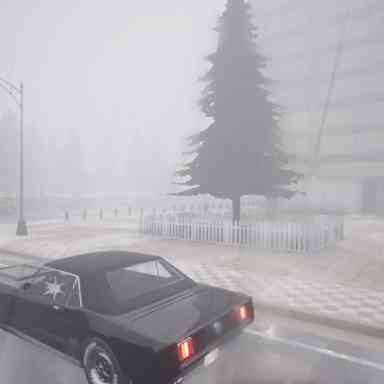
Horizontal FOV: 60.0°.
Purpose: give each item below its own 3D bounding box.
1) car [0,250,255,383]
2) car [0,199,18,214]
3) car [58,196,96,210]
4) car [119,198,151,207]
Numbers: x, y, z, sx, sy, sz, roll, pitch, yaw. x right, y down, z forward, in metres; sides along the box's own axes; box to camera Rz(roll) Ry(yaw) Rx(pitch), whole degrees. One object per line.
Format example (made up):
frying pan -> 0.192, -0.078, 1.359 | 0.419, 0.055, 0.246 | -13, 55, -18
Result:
car -> -1.571, 1.601, 5.130 | 4.718, 1.301, 1.895 | 0, 0, 36
car -> -20.448, 1.478, 33.912 | 1.882, 1.535, 5.008 | 0, 0, 36
car -> -14.550, 1.352, 42.086 | 2.097, 1.767, 4.553 | 0, 0, 36
car -> -8.538, 1.547, 50.412 | 2.033, 1.411, 5.357 | 0, 0, 36
